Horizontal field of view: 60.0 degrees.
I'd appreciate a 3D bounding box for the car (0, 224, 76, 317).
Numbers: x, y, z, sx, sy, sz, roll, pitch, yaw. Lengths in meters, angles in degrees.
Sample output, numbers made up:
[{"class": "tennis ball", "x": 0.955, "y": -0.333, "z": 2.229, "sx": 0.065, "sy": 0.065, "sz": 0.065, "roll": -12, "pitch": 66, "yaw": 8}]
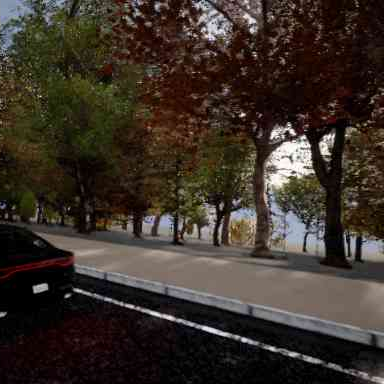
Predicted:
[{"class": "car", "x": -4.495, "y": 1.400, "z": 6.892, "sx": 5.008, "sy": 1.535, "sz": 1.882, "roll": 1, "pitch": 0, "yaw": 36}]
